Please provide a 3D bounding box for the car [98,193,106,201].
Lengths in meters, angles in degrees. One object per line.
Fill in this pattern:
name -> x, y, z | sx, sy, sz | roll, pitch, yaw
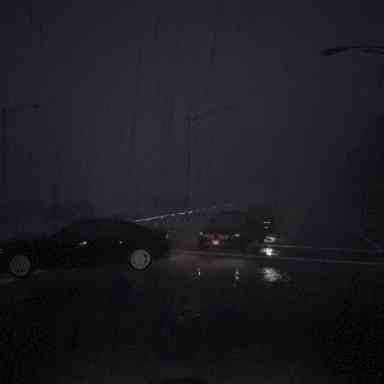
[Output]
car -> -20.256, 1.013, 70.938 | 3.866, 1.878, 1.905 | 0, 0, 18

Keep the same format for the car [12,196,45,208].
car -> -21.725, 1.273, 44.277 | 3.633, 1.501, 1.845 | 0, 0, 18

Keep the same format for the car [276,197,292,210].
car -> 11.996, 1.482, 43.203 | 1.837, 1.490, 4.892 | 0, 0, 19

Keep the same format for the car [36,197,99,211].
car -> -9.052, 1.356, 24.212 | 3.633, 1.501, 1.845 | 0, 0, 18

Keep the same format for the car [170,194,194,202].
car -> -2.145, 1.257, 68.698 | 4.514, 1.523, 2.007 | 0, 0, 18

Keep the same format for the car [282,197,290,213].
car -> 7.728, 1.486, 30.528 | 1.837, 1.490, 4.892 | 0, 0, 19

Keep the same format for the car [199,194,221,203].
car -> 3.367, 1.201, 62.977 | 3.806, 1.475, 1.970 | 0, 0, 18

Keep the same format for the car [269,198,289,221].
car -> 5.854, 1.474, 24.963 | 2.128, 1.511, 4.902 | 0, 0, 19

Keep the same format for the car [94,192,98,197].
car -> -21.896, 1.298, 67.982 | 3.806, 1.475, 1.970 | 0, 0, 18

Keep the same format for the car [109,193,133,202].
car -> -13.848, 1.045, 65.313 | 4.605, 1.855, 1.932 | 0, 0, 18

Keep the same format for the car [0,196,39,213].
car -> -15.134, 1.356, 29.404 | 3.806, 1.475, 1.970 | 0, 0, 18

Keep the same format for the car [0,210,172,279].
car -> -3.103, 1.475, 9.892 | 5.008, 1.535, 1.882 | 0, 0, -17

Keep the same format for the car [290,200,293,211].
car -> 9.764, 1.543, 36.568 | 1.994, 1.385, 4.181 | 0, 0, 19

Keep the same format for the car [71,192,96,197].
car -> -18.496, 1.248, 53.734 | 4.514, 1.523, 2.007 | 0, 0, 18

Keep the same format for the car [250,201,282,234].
car -> 3.947, 1.490, 19.316 | 1.837, 1.490, 4.892 | 0, 0, 19

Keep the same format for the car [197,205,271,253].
car -> 1.804, 1.514, 13.906 | 1.812, 1.442, 4.674 | 0, 0, 24

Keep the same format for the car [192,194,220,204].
car -> 1.626, 1.125, 56.792 | 5.027, 1.636, 2.152 | 0, 0, 18

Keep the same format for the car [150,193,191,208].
car -> -2.992, 1.074, 41.781 | 4.605, 1.855, 1.932 | 0, 0, 18
